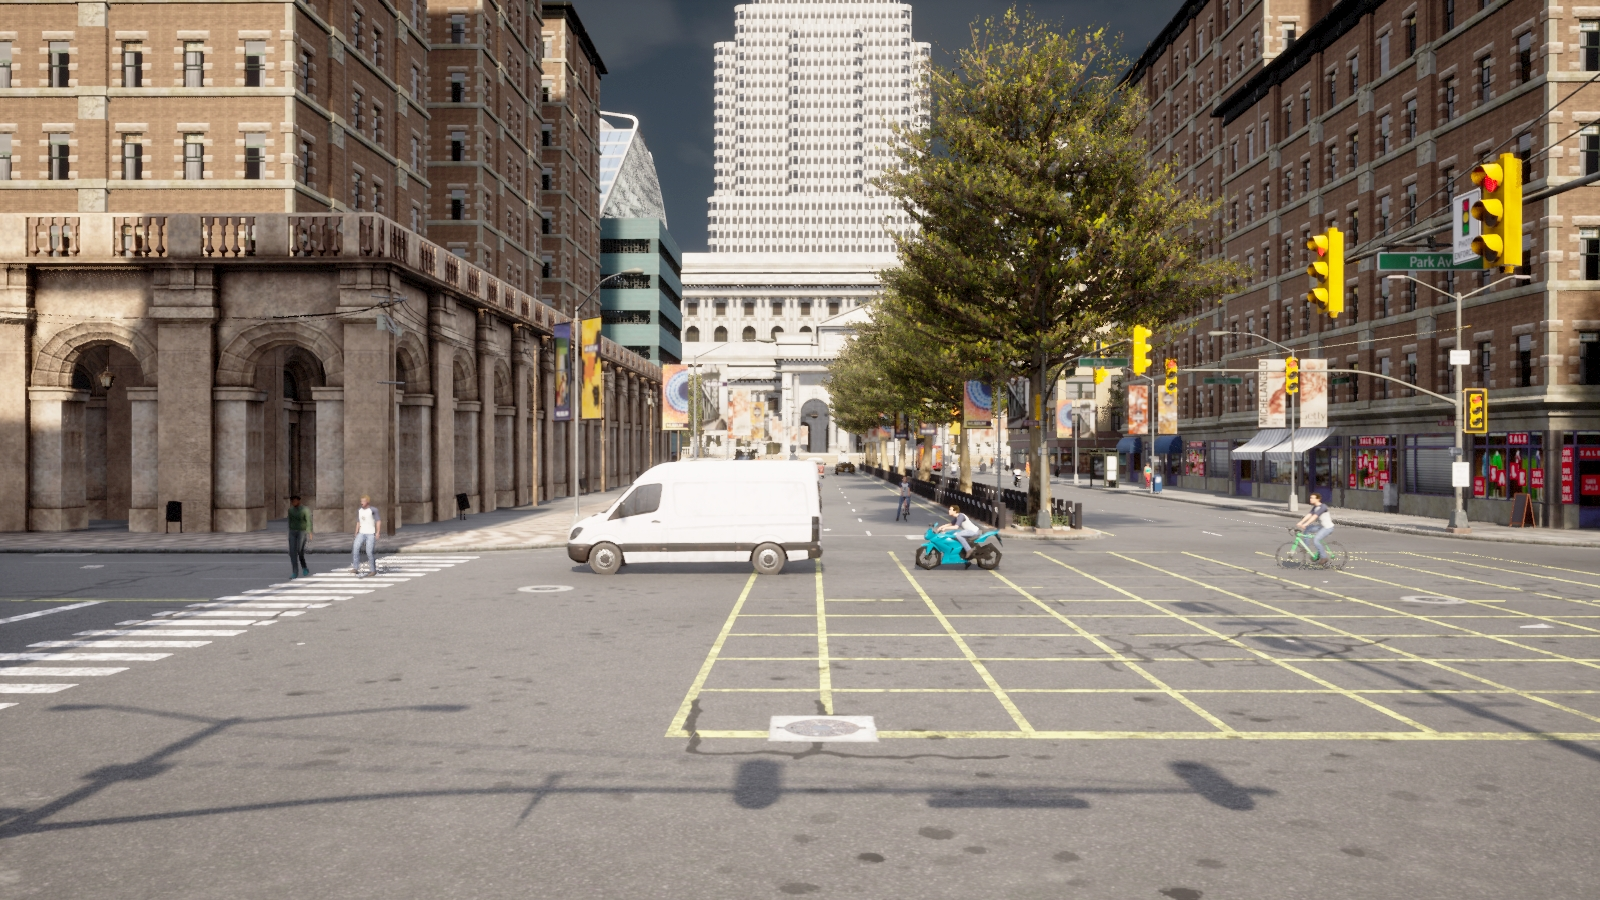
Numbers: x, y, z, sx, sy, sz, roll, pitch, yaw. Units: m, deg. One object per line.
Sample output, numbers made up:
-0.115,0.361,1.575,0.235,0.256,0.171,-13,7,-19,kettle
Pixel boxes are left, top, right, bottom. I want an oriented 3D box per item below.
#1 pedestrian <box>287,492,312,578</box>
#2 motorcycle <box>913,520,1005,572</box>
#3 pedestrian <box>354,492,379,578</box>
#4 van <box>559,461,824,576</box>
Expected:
-10.954,1.848,25.017,0.375,1.860,0.375,0,0,0,pedestrian
3.672,2.213,26.507,2.033,1.145,0.803,0,0,0,motorcycle
-9.503,1.849,25.037,0.375,1.860,0.375,0,0,12,pedestrian
-2.425,1.534,26.560,5.915,2.561,1.988,0,0,0,van
